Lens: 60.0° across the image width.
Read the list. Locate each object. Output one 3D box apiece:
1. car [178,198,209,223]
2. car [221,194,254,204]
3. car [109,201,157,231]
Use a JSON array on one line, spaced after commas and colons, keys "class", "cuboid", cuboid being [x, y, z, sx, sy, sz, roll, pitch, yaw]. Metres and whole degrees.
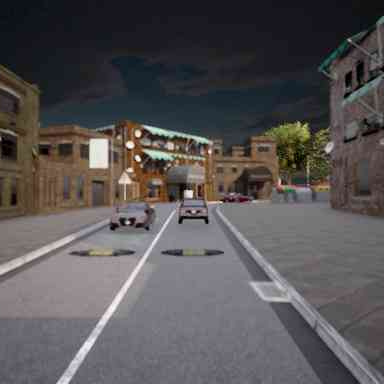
[{"class": "car", "cuboid": [0.103, 1.091, 21.291, 2.033, 1.411, 5.357, 0, 2, 0]}, {"class": "car", "cuboid": [5.657, 0.842, 40.980, 1.895, 1.301, 4.718, -1, -1, 43]}, {"class": "car", "cuboid": [-3.052, 1.204, 17.781, 1.994, 1.385, 4.181, 0, 2, 1]}]
